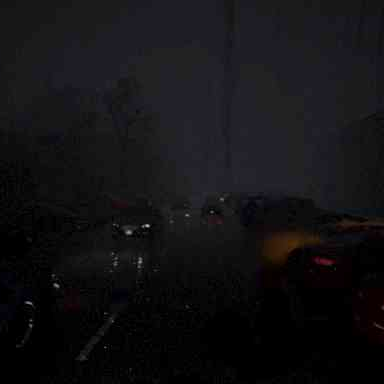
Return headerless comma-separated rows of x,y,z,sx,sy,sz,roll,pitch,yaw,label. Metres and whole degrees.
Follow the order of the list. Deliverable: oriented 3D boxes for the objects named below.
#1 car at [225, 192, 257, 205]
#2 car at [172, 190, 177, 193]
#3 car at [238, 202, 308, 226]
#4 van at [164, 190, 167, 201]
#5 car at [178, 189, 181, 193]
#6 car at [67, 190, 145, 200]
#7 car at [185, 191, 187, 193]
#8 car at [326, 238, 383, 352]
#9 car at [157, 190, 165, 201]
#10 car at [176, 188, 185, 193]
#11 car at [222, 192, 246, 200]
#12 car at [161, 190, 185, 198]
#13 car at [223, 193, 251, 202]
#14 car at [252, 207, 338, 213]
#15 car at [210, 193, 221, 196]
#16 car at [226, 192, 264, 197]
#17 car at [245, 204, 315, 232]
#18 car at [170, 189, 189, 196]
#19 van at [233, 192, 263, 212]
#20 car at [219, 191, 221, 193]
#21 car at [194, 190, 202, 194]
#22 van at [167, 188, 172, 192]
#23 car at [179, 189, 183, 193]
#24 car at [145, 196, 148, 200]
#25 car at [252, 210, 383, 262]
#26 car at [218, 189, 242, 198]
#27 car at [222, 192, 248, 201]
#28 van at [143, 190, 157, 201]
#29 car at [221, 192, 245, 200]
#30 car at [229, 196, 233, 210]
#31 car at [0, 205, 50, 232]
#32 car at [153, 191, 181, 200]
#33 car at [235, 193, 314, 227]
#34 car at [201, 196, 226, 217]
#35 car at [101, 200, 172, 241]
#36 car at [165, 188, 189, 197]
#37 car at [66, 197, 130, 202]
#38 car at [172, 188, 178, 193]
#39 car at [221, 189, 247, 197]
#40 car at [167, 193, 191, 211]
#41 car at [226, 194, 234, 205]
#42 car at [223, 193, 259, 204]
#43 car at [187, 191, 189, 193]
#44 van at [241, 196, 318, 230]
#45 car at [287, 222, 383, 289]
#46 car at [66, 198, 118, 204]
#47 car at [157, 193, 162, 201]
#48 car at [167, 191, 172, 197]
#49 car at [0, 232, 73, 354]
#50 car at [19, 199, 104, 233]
7.296,0.984,49.625,4.553,1.767,2.185,1,1,3,car
-5.234,0.876,50.194,5.008,1.535,2.097,1,1,3,car
5.779,1.564,24.223,4.674,1.452,2.002,1,0,3,car
-5.851,0.809,41.866,4.442,1.987,1.878,1,1,3,van
-4.881,0.768,55.829,5.008,1.535,2.097,1,1,3,car
-6.746,1.036,24.808,5.566,2.045,2.435,1,0,3,car
-4.189,0.548,67.225,5.008,1.535,2.097,1,1,3,car
4.585,1.596,4.480,4.674,1.452,2.002,1,0,3,car
-5.884,0.969,38.918,4.553,1.767,2.185,1,1,3,car
-4.360,0.602,64.407,5.008,1.535,2.097,1,1,3,car
8.351,0.824,66.546,4.674,1.452,2.002,1,1,3,car
-4.019,0.494,70.043,4.892,1.521,2.231,1,1,3,car
7.842,0.987,58.086,4.674,1.452,2.002,1,1,3,car
5.105,1.542,12.941,5.008,1.535,2.097,1,0,3,car
2.993,1.157,49.537,1.895,1.301,4.718,1,1,3,car
6.610,1.202,38.345,4.553,1.767,2.185,1,1,3,car
5.265,1.537,15.762,5.008,1.535,2.097,1,0,3,car
-3.104,0.075,84.135,4.553,1.767,2.185,1,1,3,car
5.834,1.288,26.930,4.442,1.987,1.878,1,0,3,van
7.483,0.995,55.277,5.366,1.575,1.946,1,1,3,car
1.493,0.165,79.903,1.812,1.442,4.674,1,1,3,car
-5.504,0.700,47.504,4.442,1.987,1.878,1,1,3,van
-4.720,0.713,58.647,5.008,1.535,2.097,1,1,3,car
-6.601,1.278,27.640,5.008,1.535,2.097,1,0,3,car
4.744,1.540,10.132,5.366,1.575,1.946,1,0,3,car
9.245,0.252,80.639,5.566,2.045,2.435,1,1,3,car
8.211,0.869,63.724,4.792,1.488,2.163,1,1,3,car
-6.132,0.977,33.398,4.442,1.987,1.878,1,1,4,van
8.528,0.770,69.366,4.674,1.452,2.002,1,1,3,car
6.299,1.477,32.706,4.674,1.452,2.002,1,1,3,car
-7.629,1.309,10.718,5.008,1.535,2.097,1,0,3,car
-4.566,0.686,61.591,4.792,1.488,2.163,1,1,3,car
5.474,1.282,18.580,5.566,2.045,2.435,1,0,3,car
1.813,1.452,30.064,1.812,1.442,4.674,1,1,3,car
-2.476,1.399,16.251,2.128,1.511,4.902,1,1,3,car
-3.488,0.076,78.366,5.566,2.045,2.435,1,1,3,car
-6.921,1.321,21.990,4.792,1.488,2.163,1,0,3,car
-5.086,0.696,53.011,4.553,1.767,2.185,1,1,3,car
6.959,0.967,43.982,5.566,2.045,2.435,1,1,3,car
-1.154,1.219,36.804,1.882,1.535,5.008,1,1,4,car
6.473,1.382,35.525,5.008,1.535,2.097,1,1,3,car
7.682,1.057,52.434,5.366,1.575,1.946,1,1,3,car
-3.690,0.383,75.679,4.892,1.521,2.231,1,1,3,car
5.500,1.301,21.409,4.442,1.987,1.878,1,0,3,van
4.756,1.591,7.300,4.674,1.452,2.002,1,0,3,car
-7.092,1.326,19.171,4.792,1.488,2.163,1,0,3,car
-6.114,1.175,36.233,4.792,1.488,2.163,1,1,3,car
-5.572,0.984,44.683,4.892,1.521,2.231,1,1,3,car
-3.290,1.479,3.305,2.033,1.411,5.357,1,0,4,car
-7.291,1.301,16.480,4.892,1.521,2.231,1,0,3,car
